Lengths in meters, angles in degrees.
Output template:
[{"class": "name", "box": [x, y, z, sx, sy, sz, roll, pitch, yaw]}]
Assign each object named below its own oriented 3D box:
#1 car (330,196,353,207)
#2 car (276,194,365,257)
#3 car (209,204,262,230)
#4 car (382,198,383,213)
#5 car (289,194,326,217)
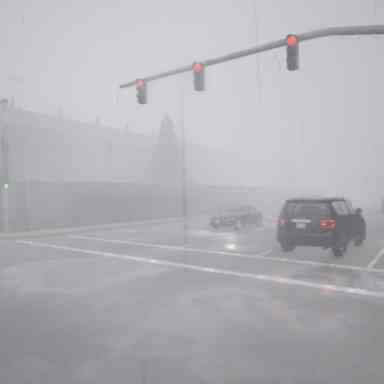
[{"class": "car", "box": [21.342, 1.333, 47.361, 2.033, 1.411, 5.357, -1, 0, 36]}, {"class": "car", "box": [5.272, 1.218, 13.249, 2.150, 2.045, 5.566, -1, -1, 37]}, {"class": "car", "box": [2.973, 1.573, 21.898, 1.837, 1.490, 4.892, -1, 0, 36]}, {"class": "car", "box": [22.133, 1.224, 36.278, 2.150, 2.045, 5.566, -1, 0, 36]}, {"class": "car", "box": [12.097, 1.287, 34.625, 2.150, 2.045, 5.566, -1, 1, 36]}]
